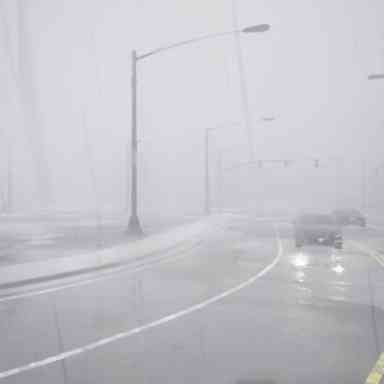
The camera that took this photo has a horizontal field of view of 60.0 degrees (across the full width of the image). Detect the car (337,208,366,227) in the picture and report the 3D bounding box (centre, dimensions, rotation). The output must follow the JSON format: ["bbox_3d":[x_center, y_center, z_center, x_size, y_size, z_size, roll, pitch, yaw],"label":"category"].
[{"bbox_3d":[11.984,1.927,25.823,1.994,1.385,4.181,0,-1,14],"label":"car"}]

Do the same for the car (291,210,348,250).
[{"bbox_3d":[5.841,1.734,15.715,1.837,1.490,4.892,0,-1,16],"label":"car"}]
